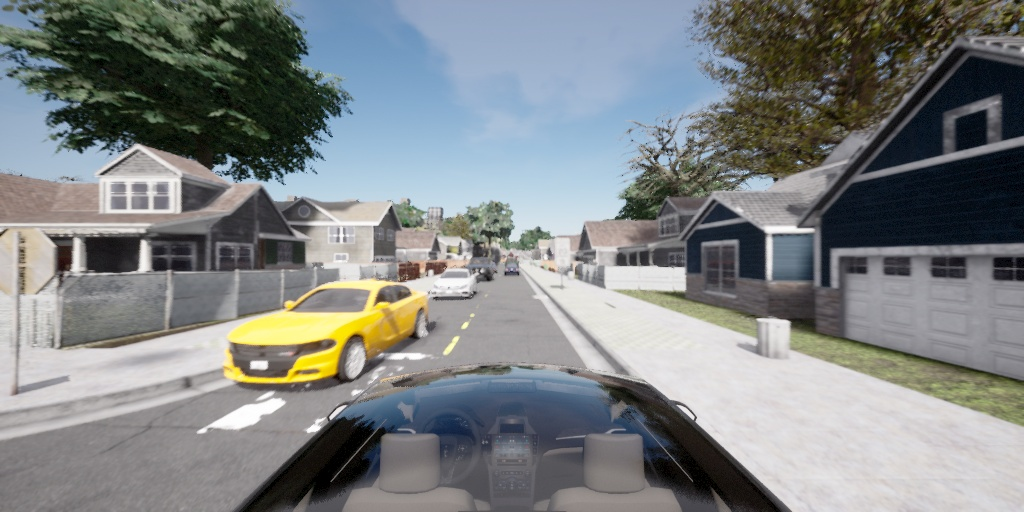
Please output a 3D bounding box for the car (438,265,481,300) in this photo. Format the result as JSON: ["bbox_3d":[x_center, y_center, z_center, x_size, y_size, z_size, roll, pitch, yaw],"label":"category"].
[{"bbox_3d":[-2.853,1.375,18.576,1.812,1.442,4.674,0,0,0],"label":"car"}]

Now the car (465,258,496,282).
[{"bbox_3d":[-2.849,1.158,32.071,2.150,2.045,5.566,0,-1,0],"label":"car"}]

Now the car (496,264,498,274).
[{"bbox_3d":[-2.765,1.605,47.486,2.033,1.411,5.357,0,0,0],"label":"car"}]

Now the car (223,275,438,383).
[{"bbox_3d":[-3.285,1.262,7.487,1.882,1.535,5.008,0,0,6],"label":"car"}]

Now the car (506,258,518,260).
[{"bbox_3d":[-0.017,1.319,52.937,2.150,2.045,5.566,0,0,0],"label":"car"}]

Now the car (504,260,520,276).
[{"bbox_3d":[-0.014,1.559,42.482,2.033,1.411,5.357,0,0,0],"label":"car"}]
